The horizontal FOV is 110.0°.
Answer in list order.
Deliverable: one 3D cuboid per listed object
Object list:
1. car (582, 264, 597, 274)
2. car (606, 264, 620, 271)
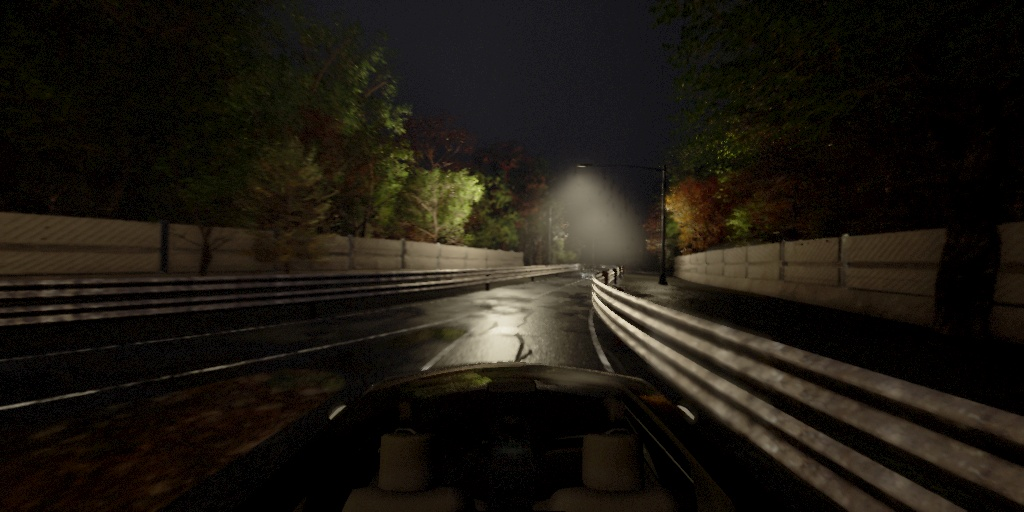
[{"bbox_3d":[12.178,1.958,56.047,1.837,1.490,4.892,1,0,19],"label":"car"},{"bbox_3d":[16.113,2.111,57.375,2.033,1.411,5.357,1,-1,19],"label":"car"}]
